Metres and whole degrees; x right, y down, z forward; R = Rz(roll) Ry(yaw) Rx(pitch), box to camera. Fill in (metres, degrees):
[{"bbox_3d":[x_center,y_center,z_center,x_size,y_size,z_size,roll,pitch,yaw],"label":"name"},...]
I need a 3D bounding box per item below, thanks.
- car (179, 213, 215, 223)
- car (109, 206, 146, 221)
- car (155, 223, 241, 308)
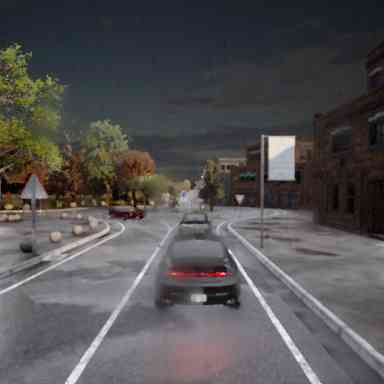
[{"bbox_3d":[0.253,1.941,19.246,2.128,1.511,4.902,0,-1,4],"label":"car"},{"bbox_3d":[-6.709,2.163,34.265,1.895,1.301,4.718,0,1,-39],"label":"car"},{"bbox_3d":[0.134,1.830,8.805,1.837,1.490,4.892,0,-1,0],"label":"car"}]
